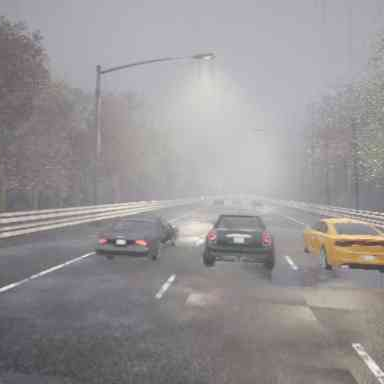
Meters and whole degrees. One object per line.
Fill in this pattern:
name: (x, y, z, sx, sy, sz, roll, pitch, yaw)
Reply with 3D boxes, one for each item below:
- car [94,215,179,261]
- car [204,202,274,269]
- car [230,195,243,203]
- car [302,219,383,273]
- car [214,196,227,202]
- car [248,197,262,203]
car: (-1.795, 1.561, 12.416, 2.033, 1.411, 5.357, 1, 0, 8)
car: (1.665, 1.445, 11.859, 2.097, 1.767, 4.553, 1, 0, 8)
car: (10.073, 2.075, 74.454, 1.994, 1.385, 4.181, 1, 0, 8)
car: (5.146, 1.653, 11.504, 1.882, 1.535, 5.008, 1, 0, 8)
car: (5.306, 1.860, 65.248, 1.882, 1.535, 5.008, 1, 0, 8)
car: (11.677, 2.064, 60.110, 2.033, 1.411, 5.357, 1, 0, 8)
